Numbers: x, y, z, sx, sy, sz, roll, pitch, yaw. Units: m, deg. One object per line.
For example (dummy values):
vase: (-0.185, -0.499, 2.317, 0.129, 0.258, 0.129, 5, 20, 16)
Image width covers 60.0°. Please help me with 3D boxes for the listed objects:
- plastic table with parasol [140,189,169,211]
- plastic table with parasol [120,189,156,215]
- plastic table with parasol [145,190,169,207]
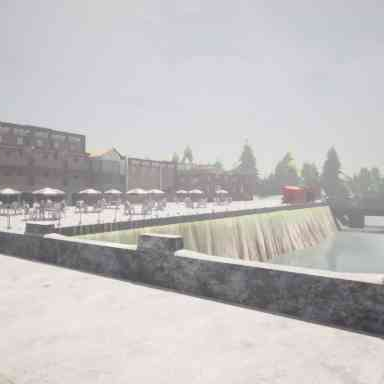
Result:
plastic table with parasol: (-4.504, 0.925, 40.174, 2.482, 2.480, 2.482, 0, 0, 35)
plastic table with parasol: (-5.263, 0.925, 32.485, 2.482, 2.480, 2.482, 0, 0, 35)
plastic table with parasol: (-5.214, 0.925, 49.162, 2.482, 2.480, 2.482, 0, 0, 35)
